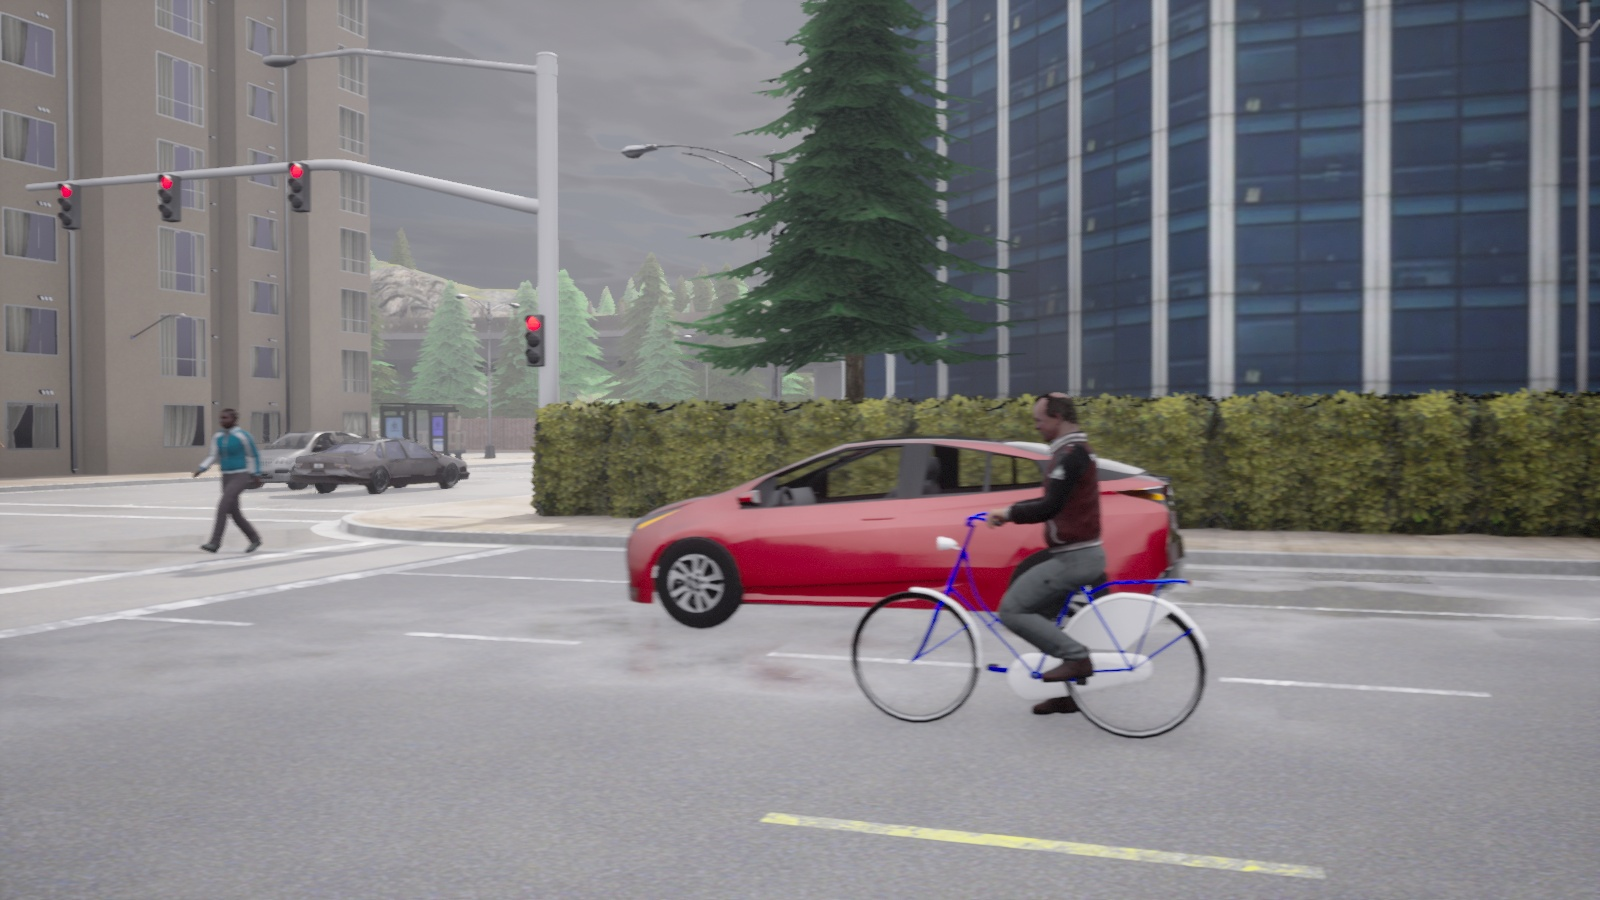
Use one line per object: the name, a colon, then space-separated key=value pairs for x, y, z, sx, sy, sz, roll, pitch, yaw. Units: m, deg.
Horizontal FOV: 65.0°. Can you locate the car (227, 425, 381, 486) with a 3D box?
car: x=-13.798 y=0.110 z=35.170 sx=1.851 sy=1.617 sz=3.988 roll=1 pitch=1 yaw=19

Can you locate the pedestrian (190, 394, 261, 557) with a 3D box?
pedestrian: x=-6.967 y=0.295 z=15.248 sx=0.396 sy=1.930 sz=0.692 roll=1 pitch=1 yaw=21

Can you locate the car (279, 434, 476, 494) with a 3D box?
car: x=-10.881 y=0.307 z=32.878 sx=2.033 sy=1.411 sz=5.357 roll=1 pitch=1 yaw=19

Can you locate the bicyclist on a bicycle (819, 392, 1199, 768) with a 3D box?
bicyclist on a bicycle: x=1.086 y=0.597 z=6.519 sx=1.843 sy=1.776 sz=0.659 roll=1 pitch=1 yaw=19

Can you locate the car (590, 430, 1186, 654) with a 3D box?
car: x=0.777 y=0.611 z=10.317 sx=4.514 sy=1.525 sz=2.007 roll=1 pitch=1 yaw=19
